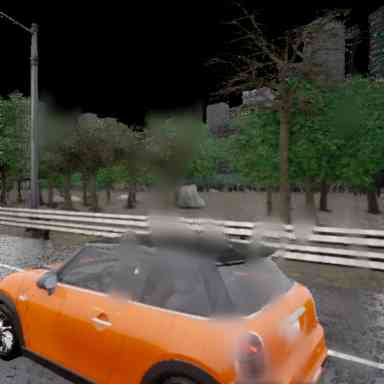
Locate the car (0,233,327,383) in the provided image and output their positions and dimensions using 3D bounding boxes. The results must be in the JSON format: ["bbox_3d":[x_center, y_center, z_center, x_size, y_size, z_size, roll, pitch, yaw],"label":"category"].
[{"bbox_3d":[-0.762,1.343,4.409,4.553,1.767,2.097,0,0,35],"label":"car"}]
